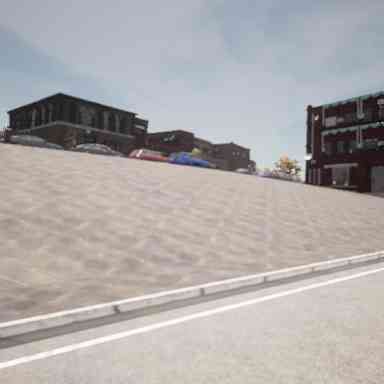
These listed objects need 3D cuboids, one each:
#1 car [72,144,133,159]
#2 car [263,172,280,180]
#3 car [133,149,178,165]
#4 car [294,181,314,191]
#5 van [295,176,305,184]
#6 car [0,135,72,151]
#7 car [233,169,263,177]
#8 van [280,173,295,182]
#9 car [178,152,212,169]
[{"bbox_3d":[-8.075,-3.327,28.804,4.892,1.521,2.231,3,-1,-44],"label":"car"},{"bbox_3d":[10.740,-2.082,49.260,2.002,1.452,4.674,1,-2,40],"label":"car"},{"bbox_3d":[-4.091,-3.252,32.792,2.185,1.767,4.553,1,-2,45],"label":"car"},{"bbox_3d":[21.012,-1.124,62.350,2.163,1.488,4.792,1,-3,37],"label":"car"},{"bbox_3d":[17.749,-1.712,58.003,1.878,1.987,4.442,1,-3,38],"label":"van"},{"bbox_3d":[-11.990,-3.464,25.056,4.674,1.452,2.002,3,-1,-43],"label":"car"},{"bbox_3d":[7.162,-2.365,45.037,2.002,1.452,4.674,1,-2,41],"label":"car"},{"bbox_3d":[14.348,-2.036,53.644,1.878,1.987,4.442,1,-3,39],"label":"van"},{"bbox_3d":[-0.199,-3.156,36.834,2.435,2.045,5.566,1,-2,44],"label":"car"}]
